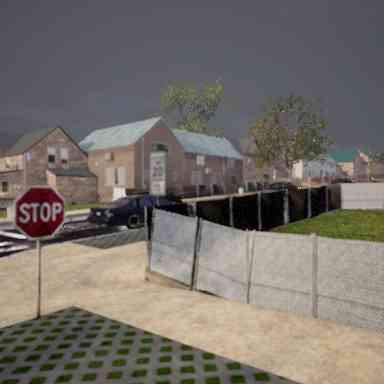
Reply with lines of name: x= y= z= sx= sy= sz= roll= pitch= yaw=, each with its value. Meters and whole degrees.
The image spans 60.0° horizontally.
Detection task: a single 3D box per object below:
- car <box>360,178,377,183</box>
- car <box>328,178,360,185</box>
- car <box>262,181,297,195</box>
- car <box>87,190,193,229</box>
car: x=24.252 y=-1.286 z=46.310 sx=1.895 sy=1.301 sz=4.718 roll=0 pitch=3 yaw=41
car: x=17.359 y=-0.838 z=38.357 sx=1.882 sy=1.535 sz=5.008 roll=0 pitch=3 yaw=42
car: x=8.659 y=-0.286 z=32.783 sx=1.837 sy=1.490 sz=4.892 roll=0 pitch=3 yaw=41
car: x=-2.293 y=0.832 z=15.930 sx=2.033 sy=1.411 sz=5.357 roll=0 pitch=3 yaw=41
